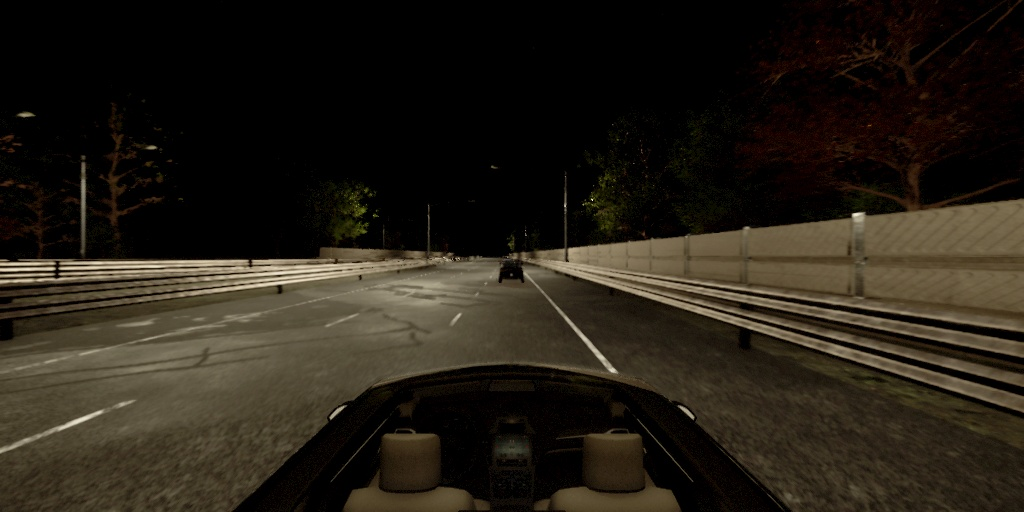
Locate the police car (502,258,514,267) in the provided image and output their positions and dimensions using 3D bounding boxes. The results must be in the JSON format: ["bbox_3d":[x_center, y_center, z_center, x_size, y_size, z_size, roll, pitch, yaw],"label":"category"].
[{"bbox_3d":[-0.770,1.142,62.728,2.038,1.542,4.974,0,0,-1],"label":"police car"}]

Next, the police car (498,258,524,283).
[{"bbox_3d":[-0.059,1.137,28.091,1.930,1.638,5.238,0,0,0],"label":"police car"}]
